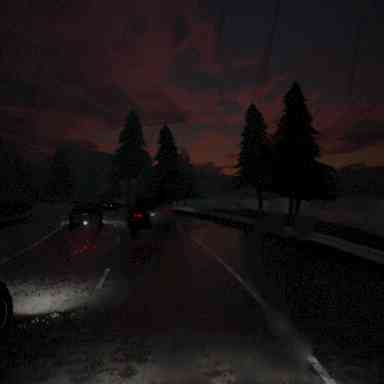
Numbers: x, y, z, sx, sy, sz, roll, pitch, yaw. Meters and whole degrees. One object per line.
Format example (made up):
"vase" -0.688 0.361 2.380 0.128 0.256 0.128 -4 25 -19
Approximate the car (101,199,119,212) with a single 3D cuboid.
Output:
"car" -10.025 1.541 38.768 2.033 1.411 5.357 0 0 -28

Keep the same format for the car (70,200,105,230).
"car" -6.741 1.505 21.358 1.837 1.490 4.892 0 0 -15

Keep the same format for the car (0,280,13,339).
"car" -3.726 1.534 3.473 1.812 1.442 4.674 0 0 -3

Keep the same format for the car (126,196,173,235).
"car" -2.486 1.214 18.930 2.150 2.045 5.566 0 0 -13
